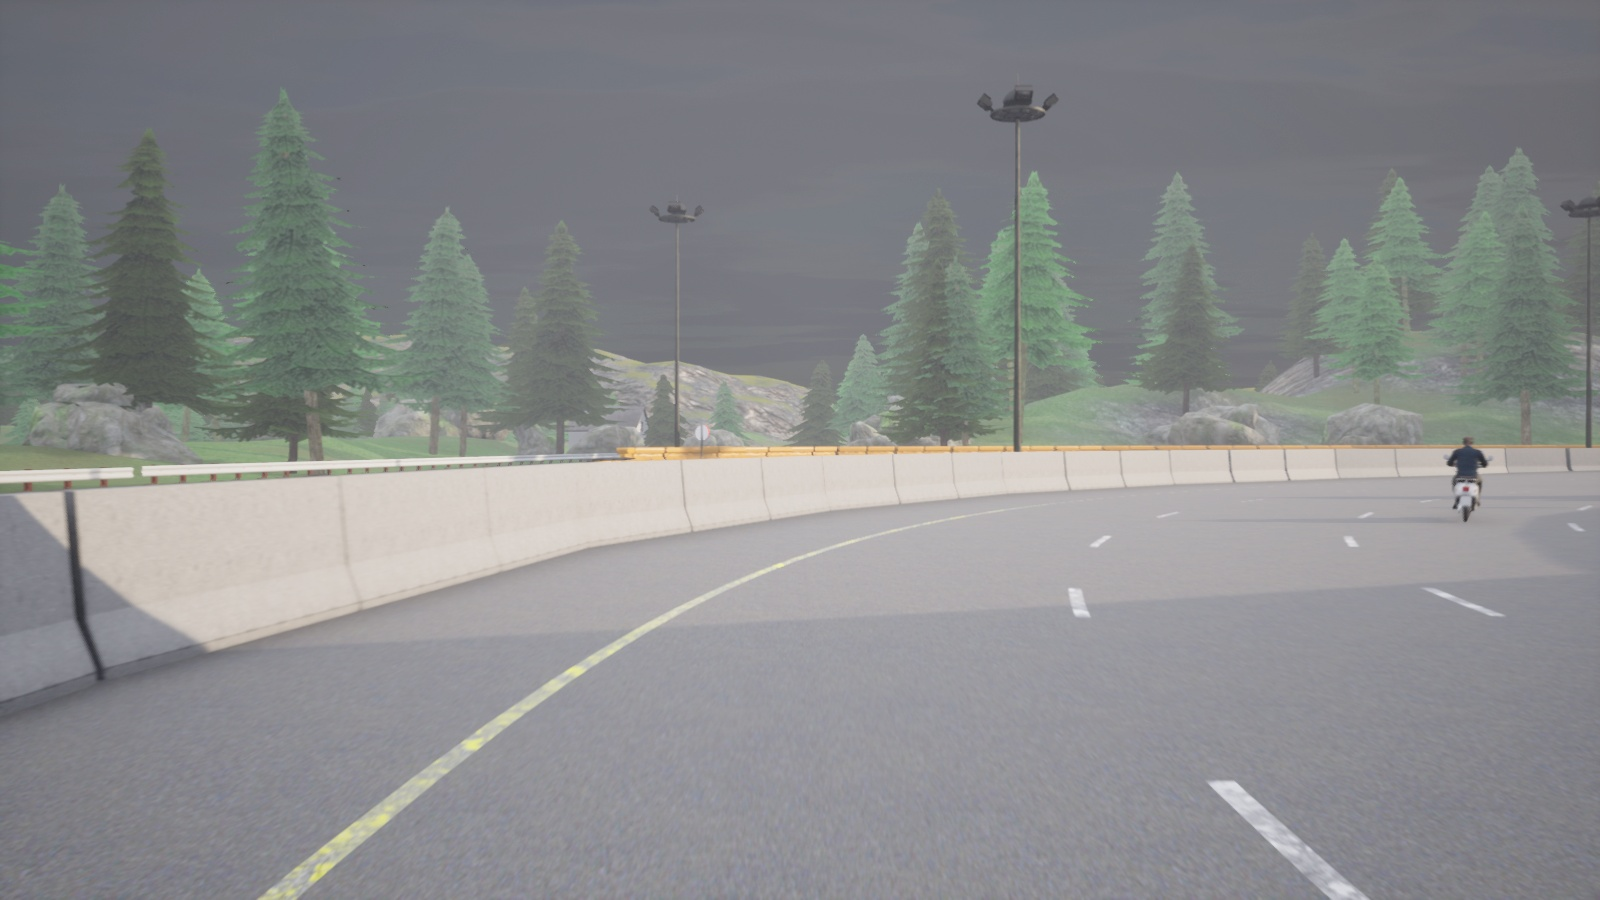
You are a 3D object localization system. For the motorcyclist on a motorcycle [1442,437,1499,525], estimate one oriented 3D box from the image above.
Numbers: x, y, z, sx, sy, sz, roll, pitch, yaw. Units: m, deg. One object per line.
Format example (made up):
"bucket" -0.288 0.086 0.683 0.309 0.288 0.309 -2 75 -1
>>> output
"motorcyclist on a motorcycle" 12.712 0.549 23.785 0.866 1.590 1.817 1 1 30
